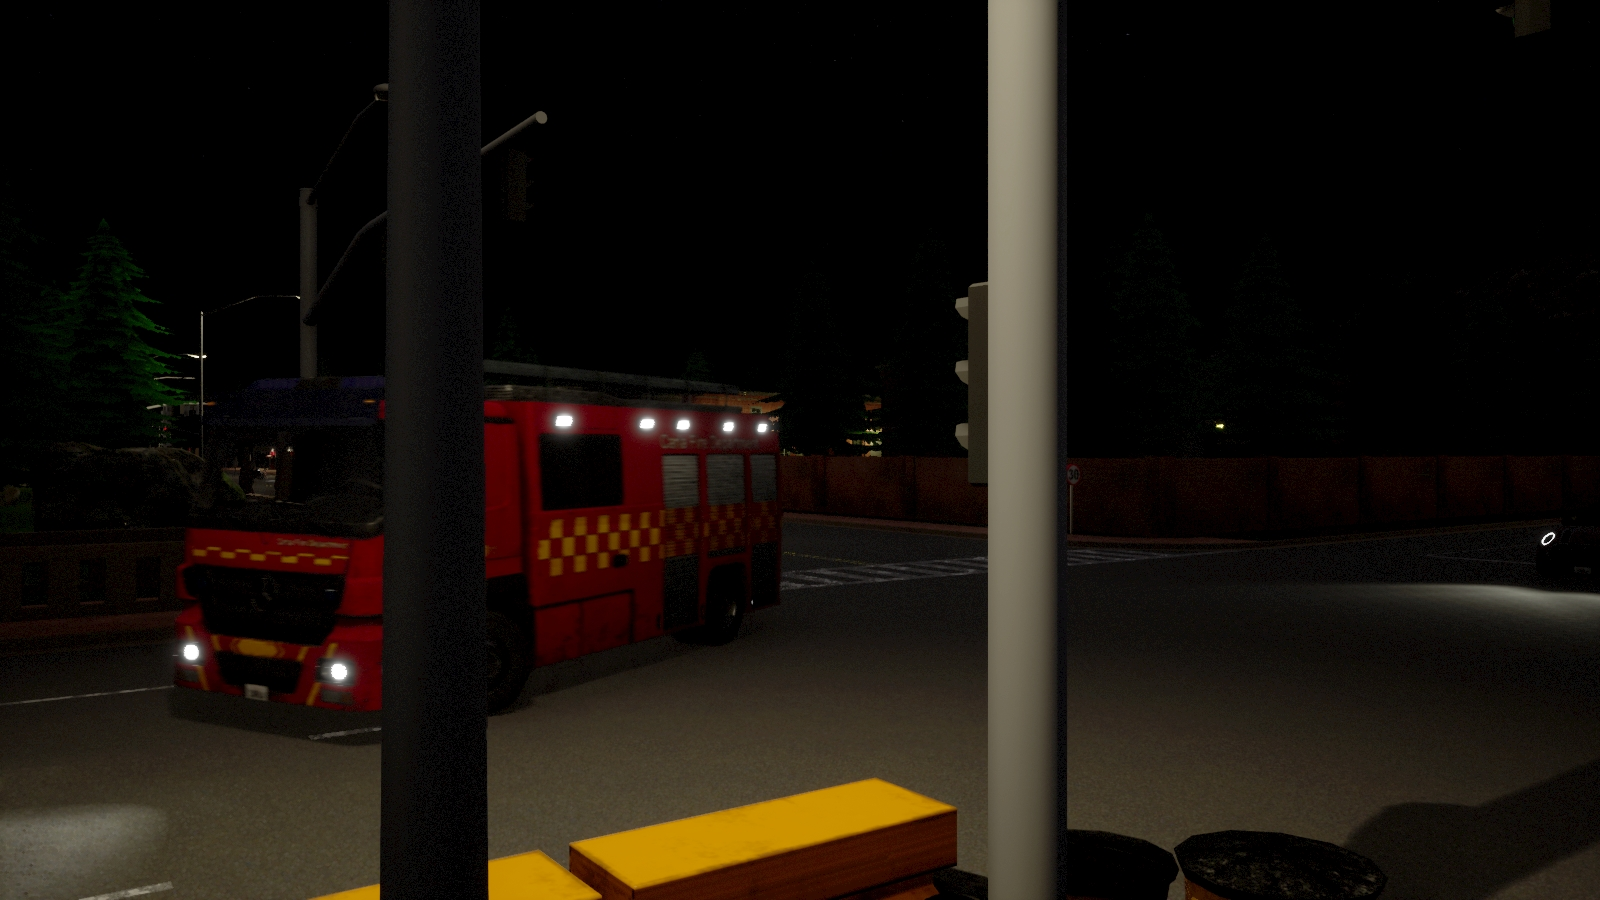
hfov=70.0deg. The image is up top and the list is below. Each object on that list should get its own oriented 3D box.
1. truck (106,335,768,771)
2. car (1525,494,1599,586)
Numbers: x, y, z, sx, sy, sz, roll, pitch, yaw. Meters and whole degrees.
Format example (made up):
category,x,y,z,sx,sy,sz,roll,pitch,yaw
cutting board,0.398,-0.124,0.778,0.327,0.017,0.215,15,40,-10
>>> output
category,x,y,z,sx,sy,sz,roll,pitch,yaw
truck,-3.686,0.890,14.465,2.891,3.827,8.468,1,0,27
car,18.010,1.906,24.946,4.553,1.767,2.097,0,0,-35
